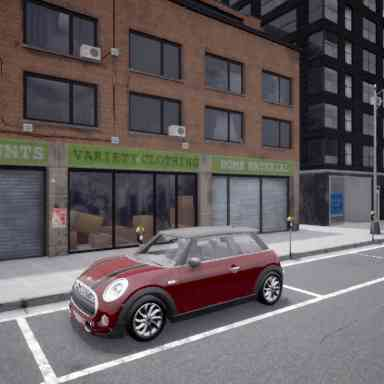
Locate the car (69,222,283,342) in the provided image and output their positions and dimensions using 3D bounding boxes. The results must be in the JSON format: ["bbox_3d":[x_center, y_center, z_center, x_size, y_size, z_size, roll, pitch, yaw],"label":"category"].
[{"bbox_3d":[-0.174,1.440,6.401,4.097,1.590,1.967,0,0,-35],"label":"car"}]
